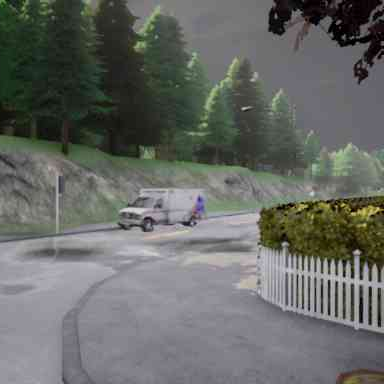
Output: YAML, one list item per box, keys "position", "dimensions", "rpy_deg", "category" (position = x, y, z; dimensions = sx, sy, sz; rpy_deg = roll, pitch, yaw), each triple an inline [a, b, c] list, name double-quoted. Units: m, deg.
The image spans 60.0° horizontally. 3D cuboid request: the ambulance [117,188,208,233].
- position: [-1.622, 1.008, 20.324]
  dimensions: [2.351, 2.431, 6.366]
  rpy_deg: [0, 0, 36]
  category: "ambulance"
